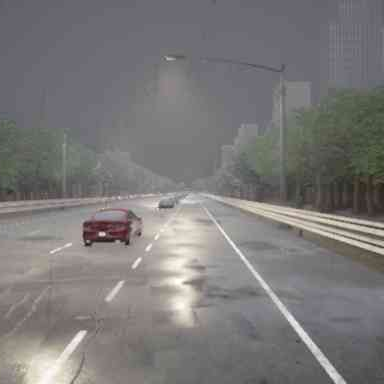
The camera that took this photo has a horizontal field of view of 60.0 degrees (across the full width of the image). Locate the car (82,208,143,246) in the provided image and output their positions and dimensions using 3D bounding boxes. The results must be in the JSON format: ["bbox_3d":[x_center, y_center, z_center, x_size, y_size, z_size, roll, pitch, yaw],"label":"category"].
[{"bbox_3d":[-3.497,1.486,15.398,1.882,1.535,5.008,0,0,0],"label":"car"}]

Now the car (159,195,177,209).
[{"bbox_3d":[-3.496,1.566,46.512,1.994,1.385,4.181,0,0,0],"label":"car"}]

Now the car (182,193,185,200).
[{"bbox_3d":[-3.494,1.311,86.161,2.097,1.767,4.553,0,0,0],"label":"car"}]

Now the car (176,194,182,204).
[{"bbox_3d":[-3.494,1.546,62.512,1.994,1.385,4.181,0,0,0],"label":"car"}]
